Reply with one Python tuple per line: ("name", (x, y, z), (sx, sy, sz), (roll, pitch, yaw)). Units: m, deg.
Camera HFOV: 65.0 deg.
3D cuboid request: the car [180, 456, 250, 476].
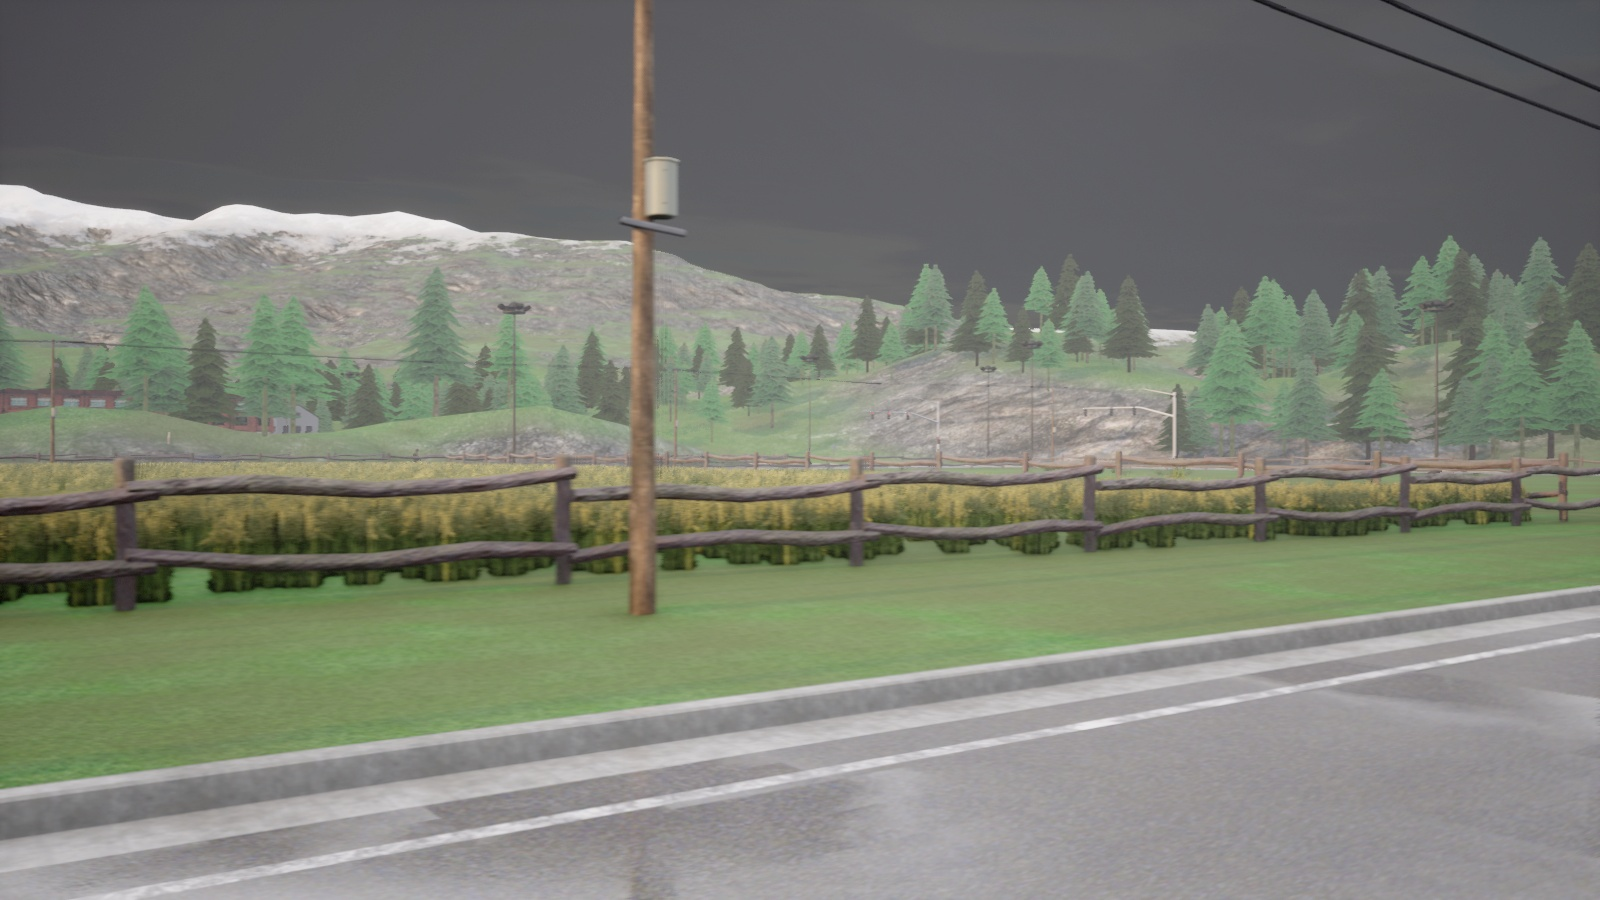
("car", (-41.193, 1.113, 88.461), (4.181, 1.385, 1.994), (0, 0, -35))
